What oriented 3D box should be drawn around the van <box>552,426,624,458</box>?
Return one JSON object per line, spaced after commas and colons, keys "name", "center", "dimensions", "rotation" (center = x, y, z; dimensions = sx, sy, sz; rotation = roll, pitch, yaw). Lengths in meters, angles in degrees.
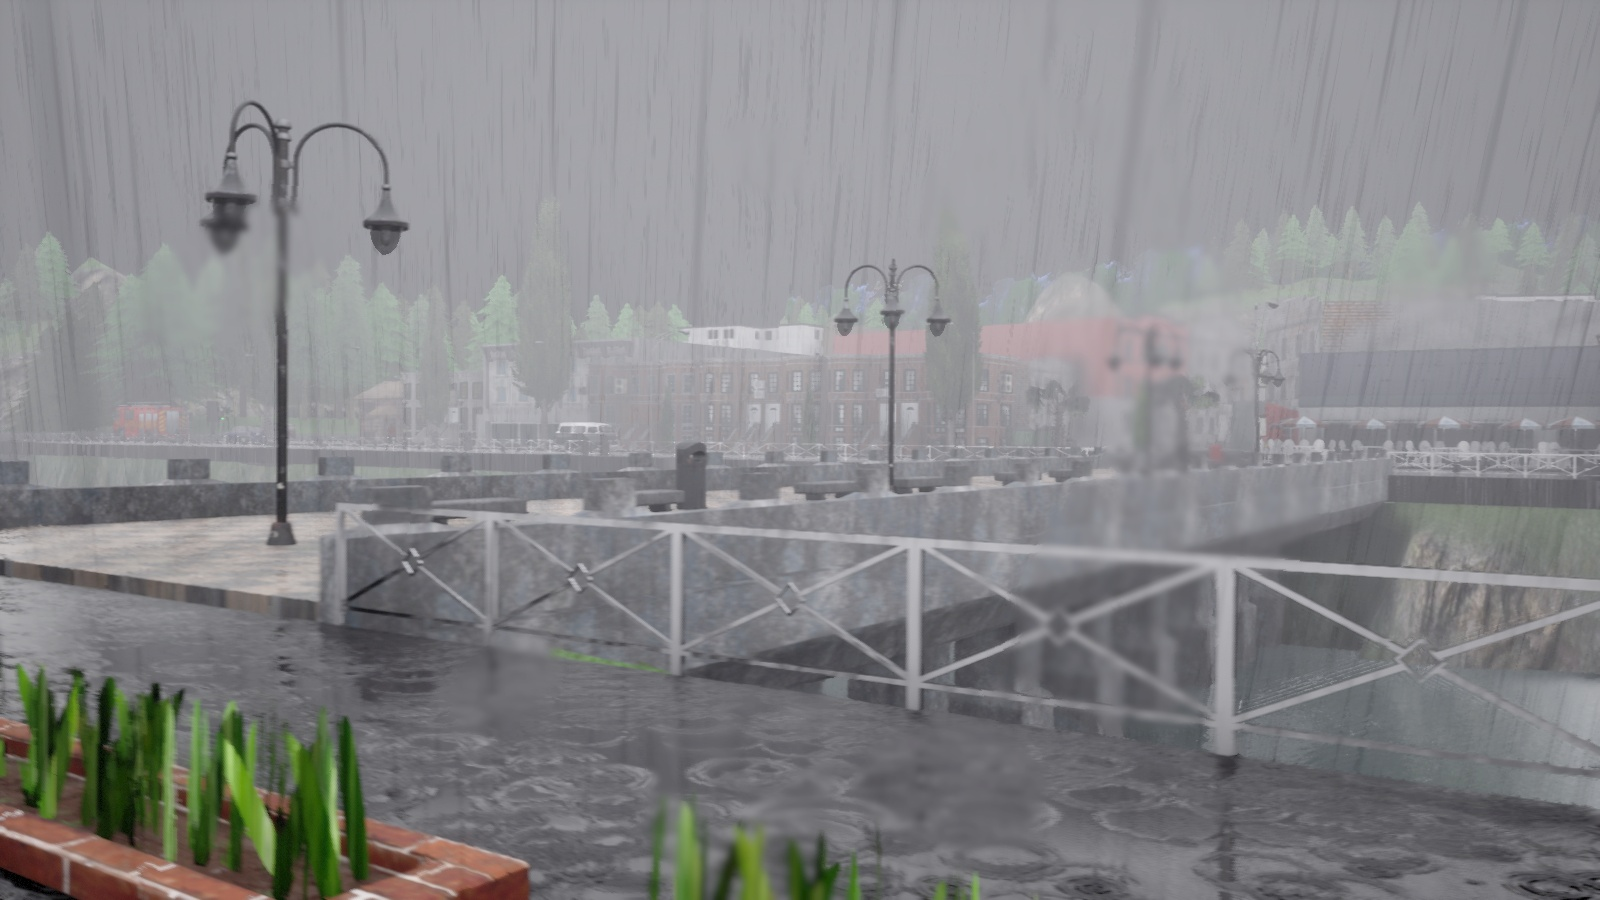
{"name": "van", "center": [-13.958, -0.548, 82.718], "dimensions": [4.480, 2.038, 2.069], "rotation": [0, 1, 34]}
